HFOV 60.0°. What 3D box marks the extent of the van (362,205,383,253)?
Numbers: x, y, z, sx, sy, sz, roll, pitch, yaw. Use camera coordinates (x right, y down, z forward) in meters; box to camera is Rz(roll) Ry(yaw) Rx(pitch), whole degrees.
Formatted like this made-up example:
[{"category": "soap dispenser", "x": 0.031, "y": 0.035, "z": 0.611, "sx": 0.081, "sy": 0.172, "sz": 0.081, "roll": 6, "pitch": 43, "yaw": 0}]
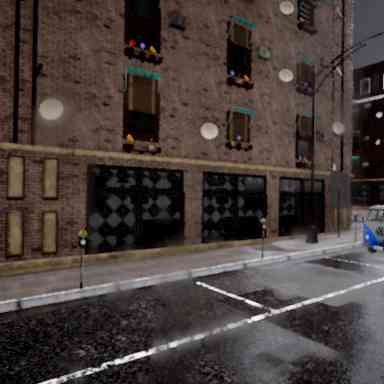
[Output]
[{"category": "van", "x": 7.914, "y": 1.349, "z": 12.287, "sx": 3.998, "sy": 1.788, "sz": 1.690, "roll": 0, "pitch": 1, "yaw": -35}]
